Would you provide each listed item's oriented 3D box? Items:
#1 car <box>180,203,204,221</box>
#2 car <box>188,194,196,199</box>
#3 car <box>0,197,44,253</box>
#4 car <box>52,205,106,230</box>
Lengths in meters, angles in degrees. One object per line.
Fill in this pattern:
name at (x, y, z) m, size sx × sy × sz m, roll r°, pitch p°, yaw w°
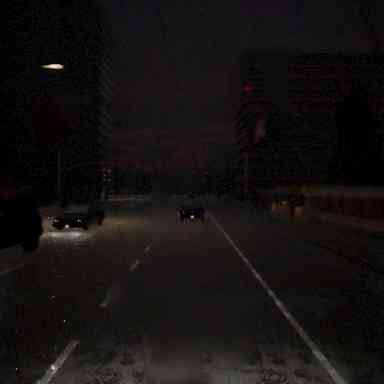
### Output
car at (0.016, 1.587, 27.316) m, size 1.895 × 1.301 × 4.718 m, roll 0°, pitch 0°, yaw 0°
car at (0.054, 1.293, 93.368) m, size 2.128 × 1.511 × 4.902 m, roll 0°, pitch 0°, yaw 0°
car at (-6.995, 1.214, 11.039) m, size 2.150 × 2.045 × 5.566 m, roll 0°, pitch 0°, yaw 0°
car at (-7.012, 1.532, 21.322) m, size 2.033 × 1.411 × 5.357 m, roll 0°, pitch 0°, yaw 0°
